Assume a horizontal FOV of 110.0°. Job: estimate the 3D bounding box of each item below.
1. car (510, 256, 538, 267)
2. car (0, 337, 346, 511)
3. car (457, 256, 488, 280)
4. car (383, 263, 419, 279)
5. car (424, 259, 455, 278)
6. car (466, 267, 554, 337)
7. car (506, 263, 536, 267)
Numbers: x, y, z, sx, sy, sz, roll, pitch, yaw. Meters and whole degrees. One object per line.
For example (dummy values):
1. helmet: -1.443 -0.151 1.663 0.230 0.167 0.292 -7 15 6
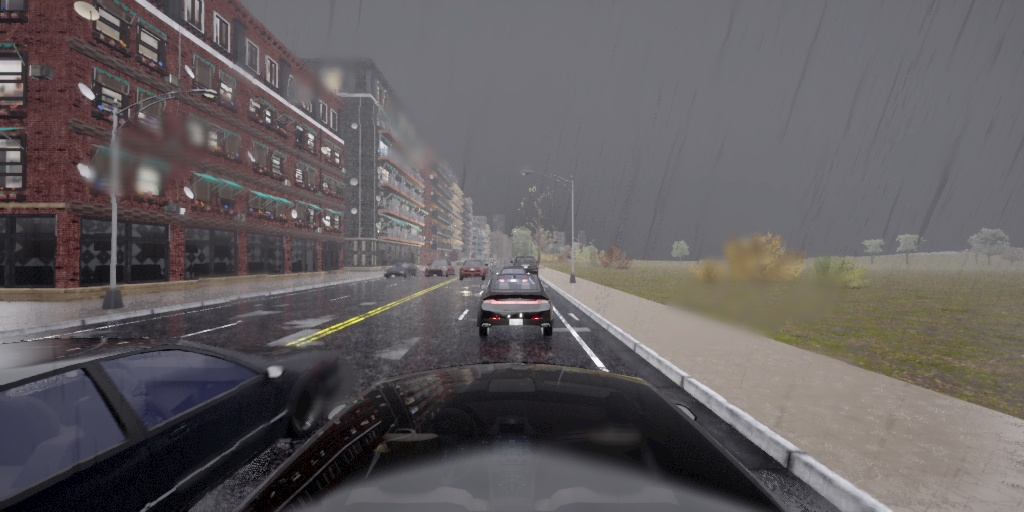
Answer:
1. car: 1.070 0.979 30.984 2.150 2.045 5.566 0 0 0
2. car: -3.152 1.297 2.344 2.033 1.411 5.357 0 0 0
3. car: -3.219 1.105 31.185 2.097 1.767 4.553 0 0 0
4. car: -9.922 1.301 32.598 2.033 1.411 5.357 0 0 0
5. car: -6.674 1.106 33.351 2.097 1.767 4.553 0 0 0
6. car: 0.081 1.243 10.331 2.128 1.511 4.902 0 0 0
7. car: 0.060 1.301 20.771 2.033 1.411 5.357 0 0 0
